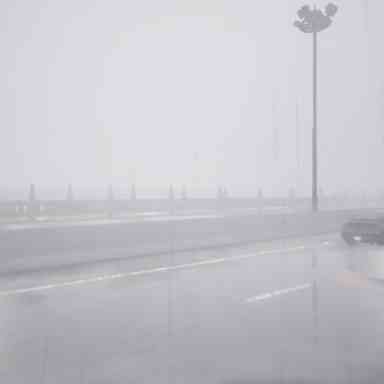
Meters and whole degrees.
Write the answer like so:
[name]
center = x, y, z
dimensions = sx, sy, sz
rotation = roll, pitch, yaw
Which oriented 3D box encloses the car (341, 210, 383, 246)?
[car]
center = 8.269, 1.516, 14.066
dimensions = 4.892, 1.490, 1.837
rotation = 0, 0, -35
